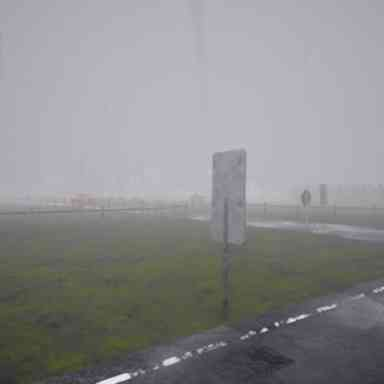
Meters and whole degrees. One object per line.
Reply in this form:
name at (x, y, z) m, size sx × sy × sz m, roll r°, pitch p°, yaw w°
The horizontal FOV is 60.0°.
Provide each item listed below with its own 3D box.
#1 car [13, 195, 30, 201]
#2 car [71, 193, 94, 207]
car at (-42.079, 1.463, 82.797) m, size 1.882 × 1.535 × 5.008 m, roll 2°, pitch -1°, yaw -45°
car at (-16.744, 1.208, 51.188) m, size 2.150 × 2.045 × 5.566 m, roll 2°, pitch -1°, yaw -40°
